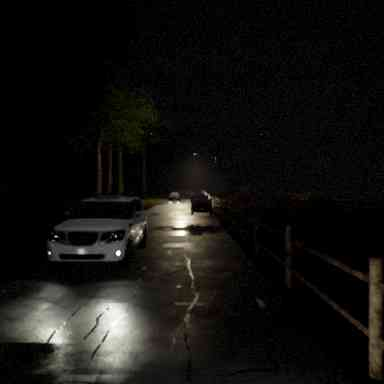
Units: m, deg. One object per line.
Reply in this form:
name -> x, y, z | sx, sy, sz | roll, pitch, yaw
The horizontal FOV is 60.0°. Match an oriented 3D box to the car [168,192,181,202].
car -> -2.811, 0.752, 53.788 | 2.033, 1.411, 5.357 | 0, 1, 1

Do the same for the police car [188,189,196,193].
police car -> 0.823, 0.817, 46.187 | 1.930, 1.638, 5.238 | 0, 1, 0

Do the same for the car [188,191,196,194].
car -> 0.823, 1.014, 40.078 | 1.882, 1.535, 5.008 | 0, 1, 0

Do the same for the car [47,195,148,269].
car -> -2.852, 1.162, 11.335 | 2.150, 2.045, 5.566 | 0, 0, 0

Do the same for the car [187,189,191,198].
car -> -0.002, 0.472, 64.828 | 2.033, 1.411, 5.357 | 0, 2, 0

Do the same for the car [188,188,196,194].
car -> -0.002, -0.221, 85.708 | 1.994, 1.385, 4.181 | 0, 2, 0

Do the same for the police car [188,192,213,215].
police car -> 0.824, 1.154, 30.187 | 1.930, 1.638, 5.238 | 0, 1, 0
